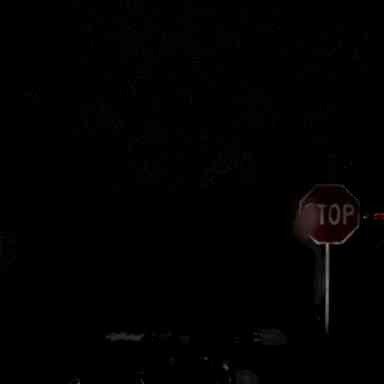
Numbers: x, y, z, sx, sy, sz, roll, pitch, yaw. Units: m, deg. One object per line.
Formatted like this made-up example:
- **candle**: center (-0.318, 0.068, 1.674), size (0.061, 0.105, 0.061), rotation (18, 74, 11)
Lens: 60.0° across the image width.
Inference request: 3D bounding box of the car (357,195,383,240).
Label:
- **car**: center (9.985, 1.143, 14.098), size (5.566, 2.045, 2.150), rotation (0, 0, -1)
